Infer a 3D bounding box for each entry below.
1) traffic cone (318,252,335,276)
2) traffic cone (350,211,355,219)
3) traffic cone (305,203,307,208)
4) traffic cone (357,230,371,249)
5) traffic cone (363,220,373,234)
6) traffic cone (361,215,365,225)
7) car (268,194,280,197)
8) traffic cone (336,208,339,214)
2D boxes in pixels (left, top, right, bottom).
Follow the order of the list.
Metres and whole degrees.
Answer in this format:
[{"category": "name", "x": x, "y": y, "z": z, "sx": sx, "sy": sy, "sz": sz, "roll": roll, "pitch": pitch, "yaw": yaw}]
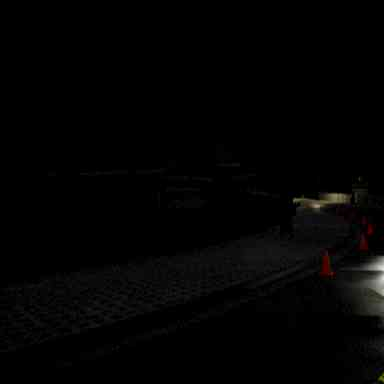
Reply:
[{"category": "traffic cone", "x": 3.607, "y": 1.895, "z": 8.933, "sx": 0.340, "sy": 0.580, "sz": 0.340, "roll": -1, "pitch": 0, "yaw": -43}, {"category": "traffic cone", "x": 12.276, "y": 1.737, "z": 25.487, "sx": 0.340, "sy": 0.580, "sz": 0.340, "roll": 0, "pitch": 0, "yaw": 14}, {"category": "traffic cone", "x": 13.705, "y": 1.642, "z": 39.844, "sx": 0.340, "sy": 0.580, "sz": 0.340, "roll": 0, "pitch": 0, "yaw": 2}, {"category": "traffic cone", "x": 6.506, "y": 1.856, "z": 12.652, "sx": 0.340, "sy": 0.580, "sz": 0.340, "roll": 0, "pitch": 0, "yaw": 34}, {"category": "traffic cone", "x": 8.919, "y": 1.814, "z": 16.698, "sx": 0.340, "sy": 0.580, "sz": 0.340, "roll": 0, "pitch": 0, "yaw": 28}, {"category": "traffic cone", "x": 10.851, "y": 1.774, "z": 20.996, "sx": 0.340, "sy": 0.580, "sz": 0.340, "roll": 0, "pitch": 0, "yaw": 21}, {"category": "car", "x": 15.768, "y": 1.063, "z": 63.786, "sx": 2.033, "sy": 1.411, "sz": 5.357, "roll": 0, "pitch": 0, "yaw": -3}, {"category": "traffic cone", "x": 13.174, "y": 1.703, "z": 30.113, "sx": 0.340, "sy": 0.580, "sz": 0.340, "roll": 0, "pitch": 0, "yaw": 8}]
